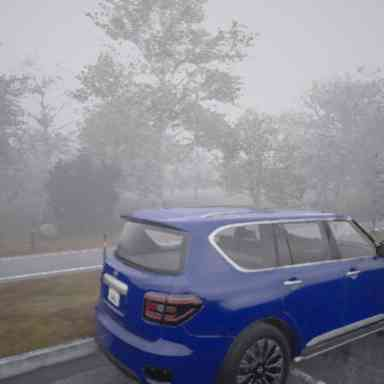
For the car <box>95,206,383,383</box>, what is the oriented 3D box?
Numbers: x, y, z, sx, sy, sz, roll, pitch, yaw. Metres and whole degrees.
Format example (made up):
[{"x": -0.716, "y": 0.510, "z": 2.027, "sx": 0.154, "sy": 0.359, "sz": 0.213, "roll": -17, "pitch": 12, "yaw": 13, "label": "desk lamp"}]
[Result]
[{"x": 1.403, "y": 1.239, "z": 5.056, "sx": 5.566, "sy": 2.045, "sz": 2.435, "roll": 0, "pitch": 0, "yaw": -33, "label": "car"}]
